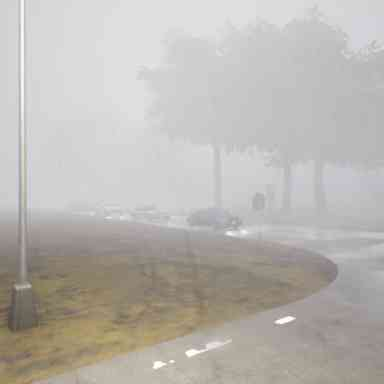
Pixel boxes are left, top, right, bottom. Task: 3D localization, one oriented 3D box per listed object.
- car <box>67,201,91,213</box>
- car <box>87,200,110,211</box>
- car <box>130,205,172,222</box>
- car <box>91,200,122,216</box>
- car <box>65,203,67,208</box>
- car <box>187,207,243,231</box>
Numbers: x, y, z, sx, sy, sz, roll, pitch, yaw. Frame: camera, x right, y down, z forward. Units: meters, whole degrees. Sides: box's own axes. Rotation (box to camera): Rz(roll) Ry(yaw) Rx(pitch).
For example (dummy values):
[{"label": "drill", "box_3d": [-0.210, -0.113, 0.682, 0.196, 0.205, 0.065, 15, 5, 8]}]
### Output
[{"label": "car", "box_3d": [-15.402, 2.031, 46.188, 1.812, 1.442, 4.674, -1, 0, -35]}, {"label": "car", "box_3d": [-13.827, 1.982, 48.982, 1.837, 1.490, 4.892, -1, 0, -35]}, {"label": "car", "box_3d": [-3.738, 1.871, 29.581, 1.895, 1.301, 4.718, -1, 0, -35]}, {"label": "car", "box_3d": [-9.525, 1.910, 37.785, 1.812, 1.442, 4.674, -1, 0, -35]}, {"label": "car", "box_3d": [-21.508, 2.245, 59.853, 1.895, 1.301, 4.718, -1, 0, -34]}, {"label": "car", "box_3d": [1.424, 1.735, 22.308, 1.994, 1.385, 4.181, -1, 0, -36]}]
